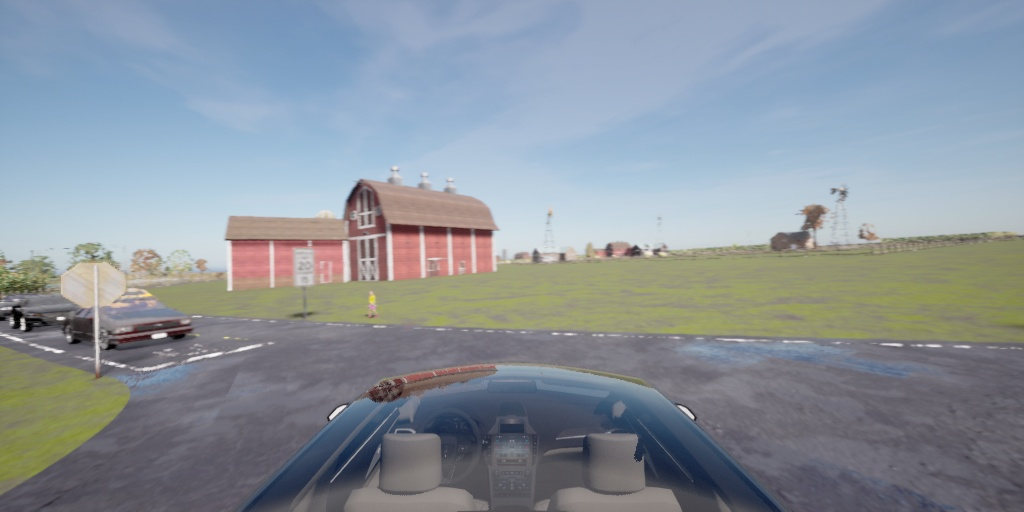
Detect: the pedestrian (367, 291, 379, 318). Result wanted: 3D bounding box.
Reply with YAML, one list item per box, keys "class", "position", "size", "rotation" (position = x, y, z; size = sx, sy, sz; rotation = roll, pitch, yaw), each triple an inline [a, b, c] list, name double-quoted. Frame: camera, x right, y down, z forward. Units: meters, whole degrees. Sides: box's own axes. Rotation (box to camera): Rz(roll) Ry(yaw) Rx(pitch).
- class: "pedestrian"
  position: [-5.470, 1.904, 14.126]
  size: [0.500, 1.100, 0.500]
  rotation: [-2, 0, 26]

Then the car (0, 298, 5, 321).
- class: "car"
  position: [-30.279, 3.082, 22.254]
  size: [4.902, 1.511, 2.128]
  rotation: [-3, -2, 34]

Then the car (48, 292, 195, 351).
- class: "car"
  position: [-12.661, 2.077, 11.716]
  size: [5.357, 1.411, 2.033]
  rotation: [-3, -1, 28]

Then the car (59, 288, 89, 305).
- class: "car"
  position: [-44.008, 4.044, 36.039]
  size: [4.674, 1.442, 1.812]
  rotation: [-3, -2, 39]

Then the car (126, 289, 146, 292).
- class: "car"
  position: [-22.329, 2.664, 20.614]
  size: [5.008, 1.535, 1.882]
  rotation: [-3, -1, 31]

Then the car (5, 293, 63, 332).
- class: "car"
  position: [-21.521, 2.537, 16.711]
  size: [5.008, 1.535, 1.882]
  rotation: [-3, -2, 31]
